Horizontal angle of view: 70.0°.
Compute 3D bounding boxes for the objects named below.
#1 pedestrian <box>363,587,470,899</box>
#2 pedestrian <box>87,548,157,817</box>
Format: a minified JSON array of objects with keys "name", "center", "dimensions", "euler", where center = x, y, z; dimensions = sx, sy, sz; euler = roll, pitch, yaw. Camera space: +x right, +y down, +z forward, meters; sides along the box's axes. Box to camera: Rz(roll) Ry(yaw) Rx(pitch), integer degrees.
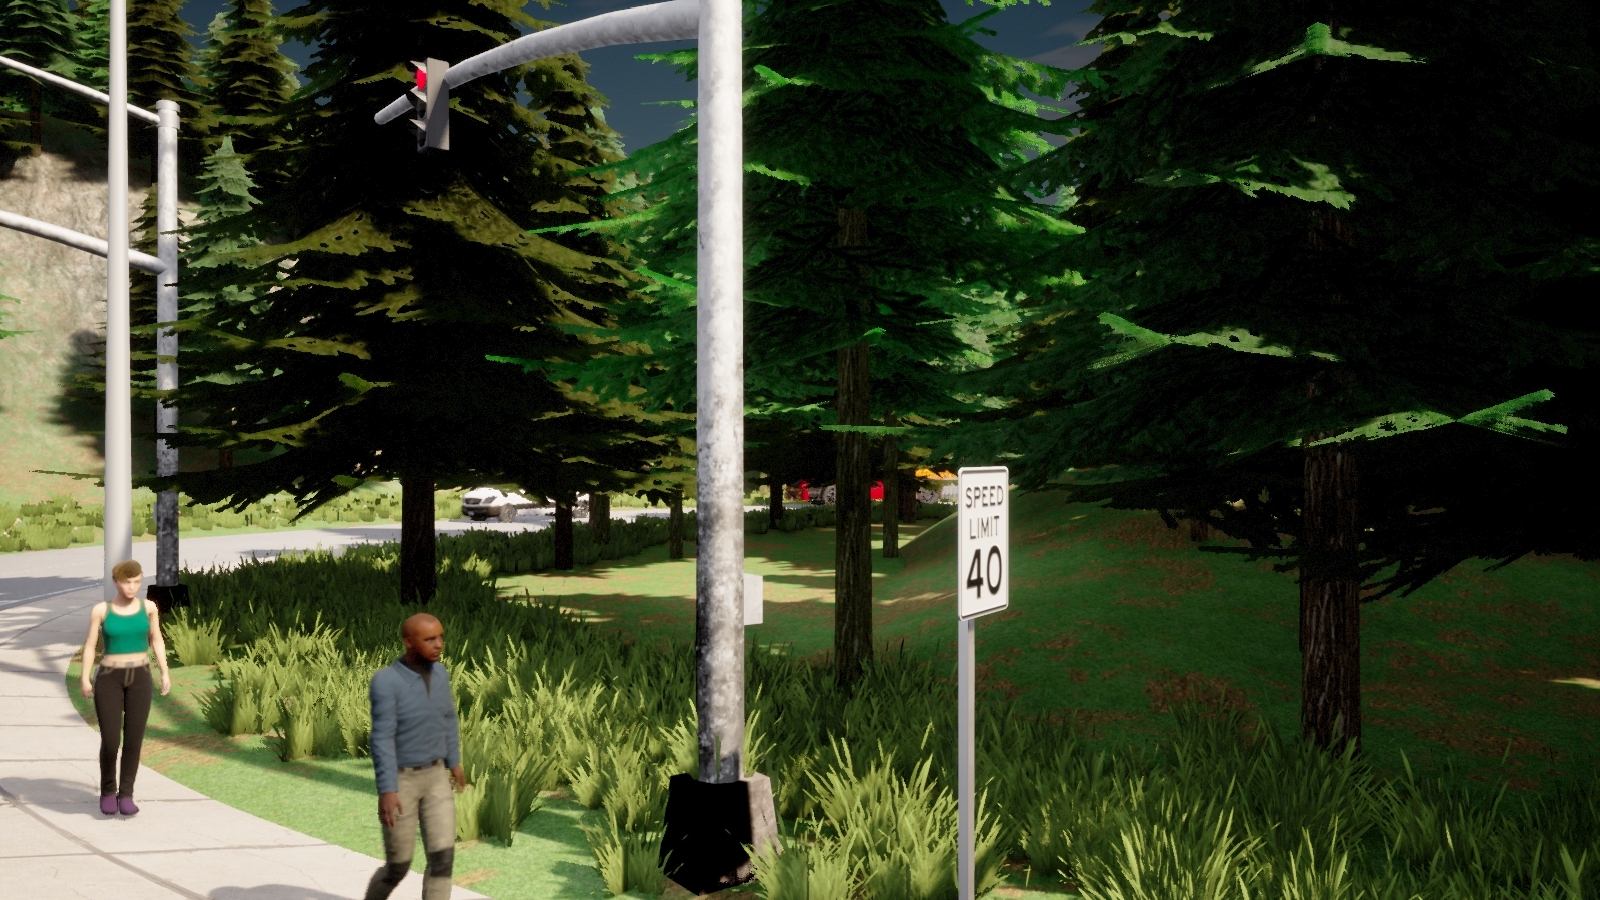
[{"name":"pedestrian","center":[-1.984,1.669,5.918],"dimensions":[0.375,1.860,0.375],"euler":[0,0,34]},{"name":"pedestrian","center":[-4.953,1.669,8.345],"dimensions":[0.375,1.860,0.375],"euler":[0,0,-42]}]
